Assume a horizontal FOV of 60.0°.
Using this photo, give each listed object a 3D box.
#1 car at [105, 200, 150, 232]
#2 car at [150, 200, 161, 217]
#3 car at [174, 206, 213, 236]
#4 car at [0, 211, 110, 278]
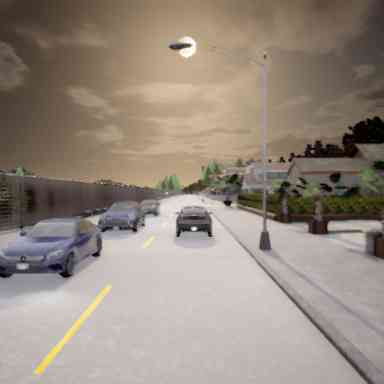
[{"bbox_3d":[-4.081,1.365,20.118,2.097,1.767,4.553,0,0,0],"label":"car"},{"bbox_3d":[-4.064,1.526,31.788,1.837,1.490,4.892,0,0,0],"label":"car"},{"bbox_3d":[0.104,1.517,18.461,1.837,1.490,4.892,0,0,0],"label":"car"},{"bbox_3d":[-4.090,1.533,10.325,1.812,1.442,4.674,0,0,-1],"label":"car"}]
